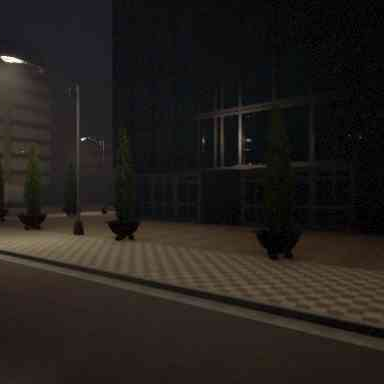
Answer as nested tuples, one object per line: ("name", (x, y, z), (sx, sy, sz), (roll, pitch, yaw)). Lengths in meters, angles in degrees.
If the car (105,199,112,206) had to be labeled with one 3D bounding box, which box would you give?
("car", (-12.981, 1.584, 57.204), (1.882, 1.535, 5.008), (0, 0, 36))
